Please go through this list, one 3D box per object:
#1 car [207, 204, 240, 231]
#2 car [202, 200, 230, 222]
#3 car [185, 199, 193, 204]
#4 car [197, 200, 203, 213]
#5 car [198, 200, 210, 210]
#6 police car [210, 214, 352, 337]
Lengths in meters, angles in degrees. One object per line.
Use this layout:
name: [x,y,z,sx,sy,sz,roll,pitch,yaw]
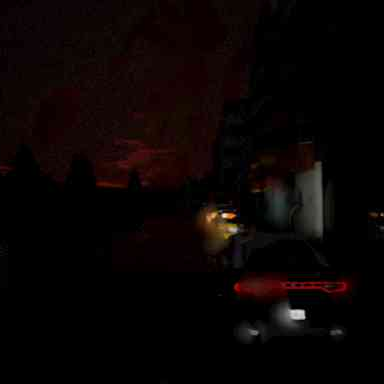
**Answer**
car: [1.861,1.639,17.157,1.801,1.575,5.366,-1,-1,2]
car: [2.010,1.548,22.937,2.097,1.767,4.553,-4,-1,2]
car: [-0.842,2.586,88.271,1.994,1.385,4.181,-1,-1,2]
car: [1.605,1.976,43.219,2.128,1.511,4.902,-1,-1,3]
car: [1.995,2.122,55.107,1.837,1.490,4.892,-1,-1,2]
police car: [1.496,1.490,7.086,1.930,1.638,5.238,-1,-1,2]
